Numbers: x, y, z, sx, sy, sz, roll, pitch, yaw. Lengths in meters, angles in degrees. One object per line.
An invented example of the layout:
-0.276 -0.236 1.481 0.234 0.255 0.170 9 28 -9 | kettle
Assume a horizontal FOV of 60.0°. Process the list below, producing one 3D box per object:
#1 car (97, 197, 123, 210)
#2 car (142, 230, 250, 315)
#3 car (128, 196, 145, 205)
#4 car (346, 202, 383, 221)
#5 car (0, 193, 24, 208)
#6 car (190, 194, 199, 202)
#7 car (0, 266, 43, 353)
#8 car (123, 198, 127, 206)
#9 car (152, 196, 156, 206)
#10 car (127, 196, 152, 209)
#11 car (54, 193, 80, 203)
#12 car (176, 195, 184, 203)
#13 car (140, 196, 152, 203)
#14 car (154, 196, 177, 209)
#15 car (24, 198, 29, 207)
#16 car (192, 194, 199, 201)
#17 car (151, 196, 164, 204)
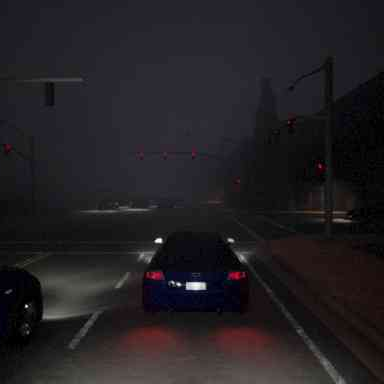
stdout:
-10.719 1.492 42.853 1.837 1.490 4.892 0 0 1 | car
0.069 1.562 7.634 1.994 1.385 4.181 0 0 0 | car
-10.248 1.473 61.698 2.128 1.511 4.902 0 0 2 | car
15.250 1.539 26.409 5.357 1.411 2.033 0 0 0 | car
-24.954 1.140 43.111 4.605 1.855 1.932 0 0 0 | car
0.608 1.512 72.593 2.033 1.411 5.357 0 0 2 | car
-3.441 1.351 3.496 2.097 1.767 4.553 0 0 0 | car
-10.509 1.548 51.762 1.994 1.385 4.181 0 0 4 | car
-6.943 1.509 54.822 1.812 1.442 4.674 0 0 2 | car
-7.154 1.550 46.061 1.994 1.385 4.181 0 0 2 | car
-24.914 1.136 65.629 3.866 1.878 1.905 0 0 0 | car
-2.914 1.479 70.977 1.837 1.490 4.892 0 0 2 | car
-9.918 1.526 71.740 1.994 1.385 4.181 0 0 2 | car
-3.519 1.550 44.972 1.994 1.385 4.181 0 0 1 | car
-24.897 1.142 46.006 3.866 1.878 1.905 0 0 0 | car
0.892 1.369 83.238 1.882 1.535 5.008 0 0 2 | car
-6.653 1.544 64.736 1.994 1.385 4.181 0 0 1 | car
